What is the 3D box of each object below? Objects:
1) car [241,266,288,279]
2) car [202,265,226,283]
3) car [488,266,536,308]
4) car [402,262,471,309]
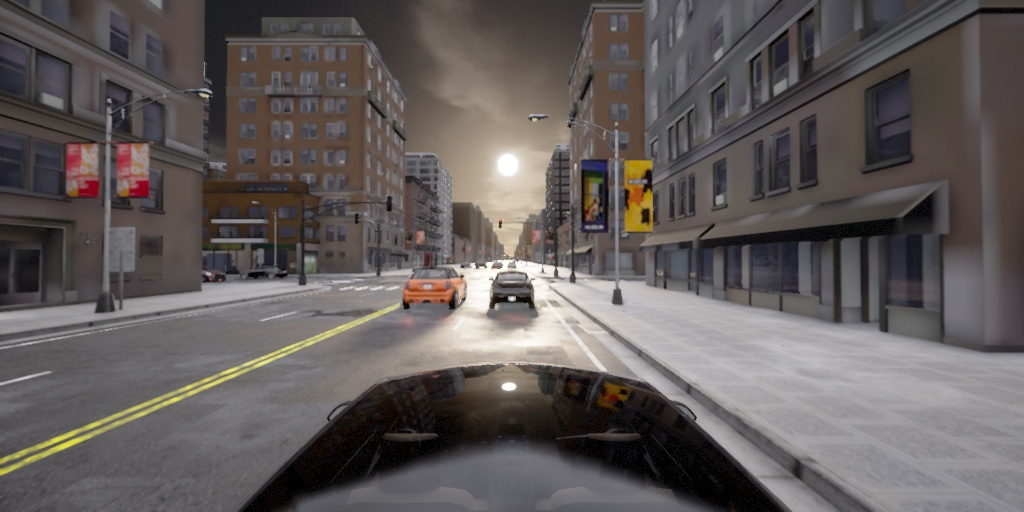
[{"bbox_3d":[-25.375,1.655,36.829,4.313,1.339,1.948,0,0,0],"label":"car"},{"bbox_3d":[-25.417,1.423,28.805,4.097,1.591,1.967,0,0,0],"label":"car"},{"bbox_3d":[0.004,1.392,16.157,1.837,1.490,4.892,0,0,0],"label":"car"},{"bbox_3d":[-3.248,1.232,15.929,2.097,1.767,4.553,0,-1,0],"label":"car"}]
